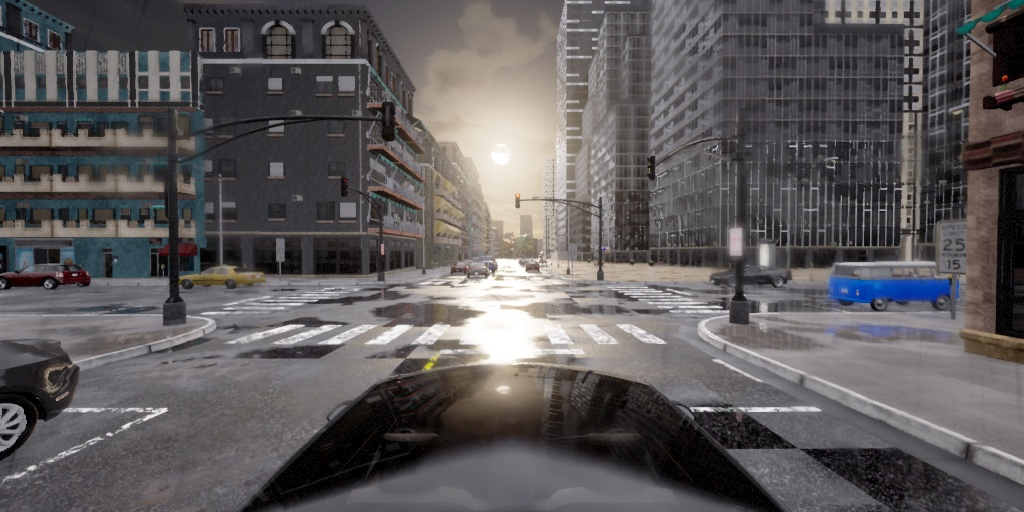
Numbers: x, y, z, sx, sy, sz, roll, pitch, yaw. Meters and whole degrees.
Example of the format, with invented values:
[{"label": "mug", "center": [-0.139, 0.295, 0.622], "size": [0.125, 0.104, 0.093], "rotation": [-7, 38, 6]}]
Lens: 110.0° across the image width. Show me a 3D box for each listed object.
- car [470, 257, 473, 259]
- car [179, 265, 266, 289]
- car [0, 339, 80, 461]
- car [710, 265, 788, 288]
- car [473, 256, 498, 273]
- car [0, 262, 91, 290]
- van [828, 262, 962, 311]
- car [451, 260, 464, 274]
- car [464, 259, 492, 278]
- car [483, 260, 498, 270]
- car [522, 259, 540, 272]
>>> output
[{"label": "car", "center": [-5.775, 1.184, 45.854], "size": [1.967, 1.591, 4.097], "rotation": [0, 0, 0]}, {"label": "car", "center": [-17.921, 1.247, 22.099], "size": [4.829, 1.417, 1.751], "rotation": [0, 0, 0]}, {"label": "car", "center": [-5.691, 1.300, 2.139], "size": [2.007, 1.370, 4.403], "rotation": [0, 0, 0]}, {"label": "car", "center": [14.637, 1.216, 22.214], "size": [4.313, 1.339, 1.948], "rotation": [0, 0, 0]}, {"label": "car", "center": [-3.175, 0.966, 44.087], "size": [2.150, 2.045, 5.566], "rotation": [0, 0, 0]}, {"label": "car", "center": [-28.819, 1.189, 22.060], "size": [4.097, 1.591, 1.967], "rotation": [0, 0, 0]}, {"label": "van", "center": [14.667, 1.117, 13.834], "size": [3.998, 1.789, 1.690], "rotation": [0, 0, 0]}, {"label": "car", "center": [-5.764, 1.289, 40.205], "size": [1.888, 1.381, 4.507], "rotation": [0, 0, 0]}, {"label": "car", "center": [-3.160, 1.270, 34.181], "size": [1.812, 1.442, 4.674], "rotation": [0, 0, 0]}, {"label": "car", "center": [-3.184, 1.309, 54.061], "size": [1.994, 1.385, 4.181], "rotation": [0, 0, 0]}, {"label": "car", "center": [2.573, 1.289, 45.928], "size": [1.888, 1.381, 4.507], "rotation": [0, 0, 0]}]
